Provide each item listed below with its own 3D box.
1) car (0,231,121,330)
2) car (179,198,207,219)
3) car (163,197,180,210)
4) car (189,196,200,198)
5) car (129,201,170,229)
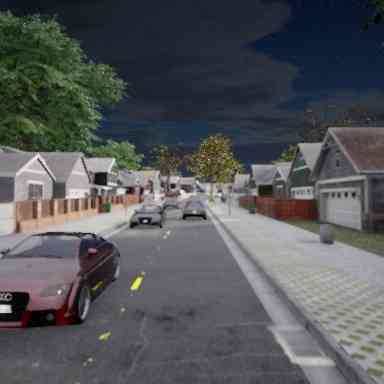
[{"bbox_3d":[-2.815,1.543,6.941,1.994,1.385,4.181,0,0,0],"label":"car"},{"bbox_3d":[0.210,1.503,28.009,1.994,1.385,4.181,0,0,1],"label":"car"},{"bbox_3d":[-2.546,1.413,41.905,1.837,1.490,4.892,0,0,1],"label":"car"},{"bbox_3d":[0.291,1.257,43.178,2.097,1.767,4.553,0,0,1],"label":"car"},{"bbox_3d":[-2.717,1.513,21.346,1.994,1.385,4.181,0,0,1],"label":"car"}]
